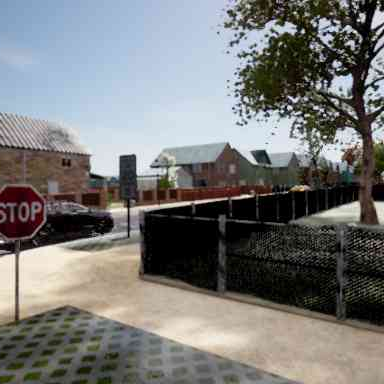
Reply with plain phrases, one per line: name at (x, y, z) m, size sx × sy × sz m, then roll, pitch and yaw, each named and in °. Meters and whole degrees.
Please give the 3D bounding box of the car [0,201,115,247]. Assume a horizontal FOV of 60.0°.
car at (-5.228, 1.093, 13.096) m, size 2.128 × 1.511 × 4.902 m, roll -1°, pitch 2°, yaw 33°

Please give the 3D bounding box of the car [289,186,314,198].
car at (12.460, 0.017, 37.217) m, size 1.882 × 1.535 × 5.008 m, roll 0°, pitch 2°, yaw 36°
